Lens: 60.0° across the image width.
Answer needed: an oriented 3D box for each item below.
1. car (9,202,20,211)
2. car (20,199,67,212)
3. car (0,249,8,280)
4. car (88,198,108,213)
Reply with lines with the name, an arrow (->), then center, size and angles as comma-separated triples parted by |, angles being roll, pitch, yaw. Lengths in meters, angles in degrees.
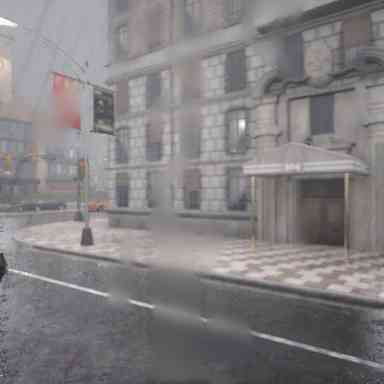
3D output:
car -> -20.946, 1.640, 42.910 | 2.128, 1.511, 4.902 | 0, 0, 36
car -> -17.985, 1.613, 41.039 | 1.882, 1.535, 5.008 | 0, 0, 36
car -> -6.656, 1.601, 8.657 | 4.181, 1.385, 1.994 | 0, 0, 35
car -> -9.840, 1.458, 38.355 | 2.097, 1.767, 4.553 | 0, 0, 35
